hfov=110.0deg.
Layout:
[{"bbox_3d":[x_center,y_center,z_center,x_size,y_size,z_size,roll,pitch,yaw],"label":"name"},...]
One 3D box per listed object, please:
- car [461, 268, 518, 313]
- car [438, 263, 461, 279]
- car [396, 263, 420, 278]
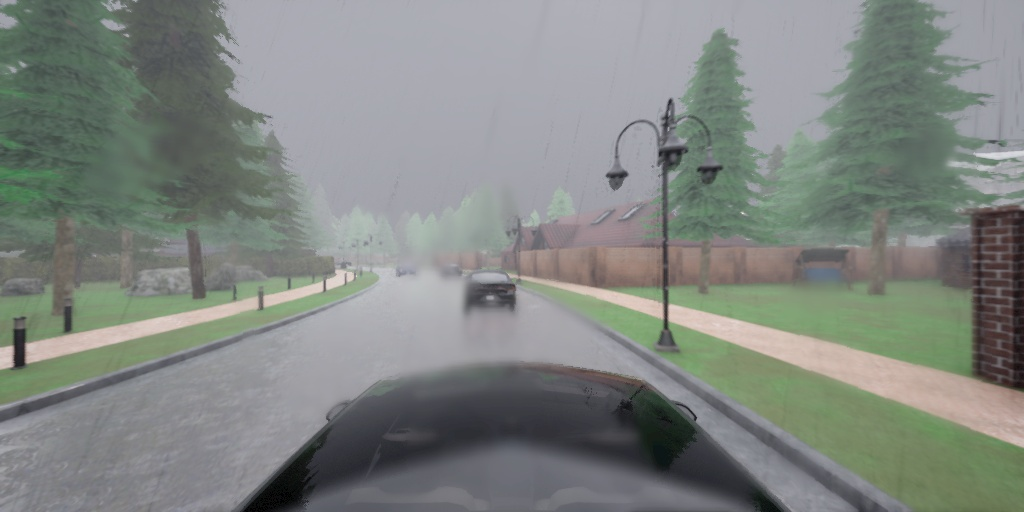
[{"bbox_3d":[-0.962,1.265,14.270,1.882,1.535,5.008,0,0,-7],"label":"car"},{"bbox_3d":[-5.815,1.386,34.114,1.812,1.442,4.674,0,0,-19],"label":"car"},{"bbox_3d":[-10.629,1.413,36.396,1.812,1.442,4.674,0,0,-23],"label":"car"}]
